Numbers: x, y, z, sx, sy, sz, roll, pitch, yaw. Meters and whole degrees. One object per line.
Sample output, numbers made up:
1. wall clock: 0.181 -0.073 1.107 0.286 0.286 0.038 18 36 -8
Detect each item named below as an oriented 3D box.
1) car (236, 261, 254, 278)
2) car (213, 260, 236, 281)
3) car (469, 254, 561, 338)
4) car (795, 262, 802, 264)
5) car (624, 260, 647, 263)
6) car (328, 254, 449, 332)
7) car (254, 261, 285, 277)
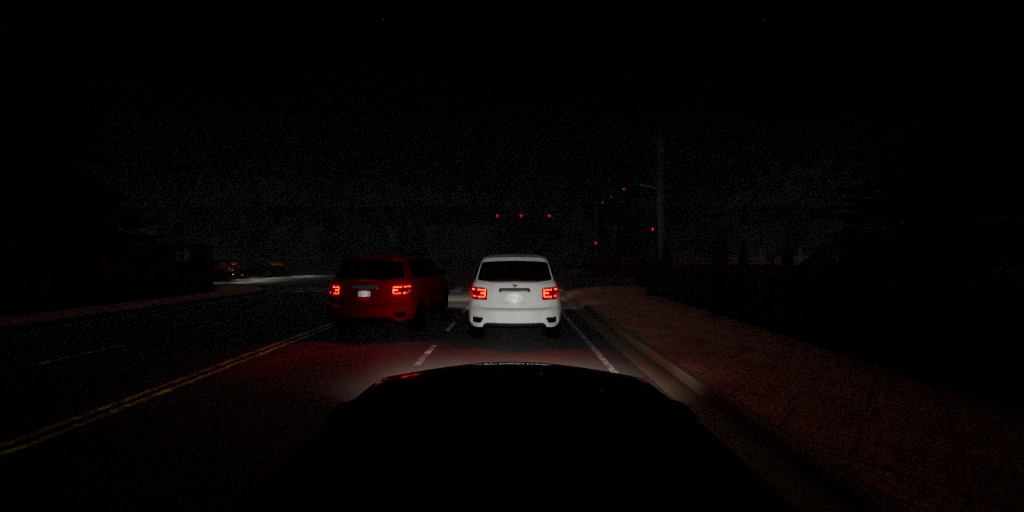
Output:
1. car: -26.017 1.102 31.628 4.553 1.767 2.097 0 0 0
2. car: -25.077 1.228 28.119 5.008 1.535 1.882 0 0 0
3. car: 0.079 0.971 10.322 2.150 2.045 5.566 0 0 1
4. car: 41.623 1.002 48.928 5.357 1.411 2.033 -3 0 0
5. car: 16.425 1.254 49.041 4.892 1.490 1.837 0 0 0
6. car: -3.420 0.971 11.003 2.150 2.045 5.566 0 0 0
7. car: -24.955 1.228 35.119 5.008 1.535 1.882 0 0 0
